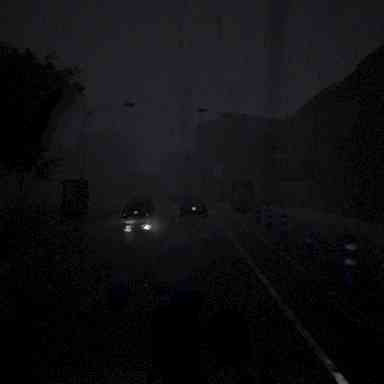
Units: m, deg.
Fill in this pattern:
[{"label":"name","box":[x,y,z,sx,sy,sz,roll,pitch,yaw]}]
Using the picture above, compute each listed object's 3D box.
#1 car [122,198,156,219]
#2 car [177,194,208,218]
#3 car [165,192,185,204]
[{"label":"car","box":[-3.640,1.087,23.473,1.994,1.385,4.181,0,1,-1]},{"label":"car","box":[0.093,1.062,24.556,1.994,1.385,4.181,0,1,-1]},{"label":"car","box":[-1.937,0.677,40.912,1.882,1.535,5.008,0,1,-19]}]
